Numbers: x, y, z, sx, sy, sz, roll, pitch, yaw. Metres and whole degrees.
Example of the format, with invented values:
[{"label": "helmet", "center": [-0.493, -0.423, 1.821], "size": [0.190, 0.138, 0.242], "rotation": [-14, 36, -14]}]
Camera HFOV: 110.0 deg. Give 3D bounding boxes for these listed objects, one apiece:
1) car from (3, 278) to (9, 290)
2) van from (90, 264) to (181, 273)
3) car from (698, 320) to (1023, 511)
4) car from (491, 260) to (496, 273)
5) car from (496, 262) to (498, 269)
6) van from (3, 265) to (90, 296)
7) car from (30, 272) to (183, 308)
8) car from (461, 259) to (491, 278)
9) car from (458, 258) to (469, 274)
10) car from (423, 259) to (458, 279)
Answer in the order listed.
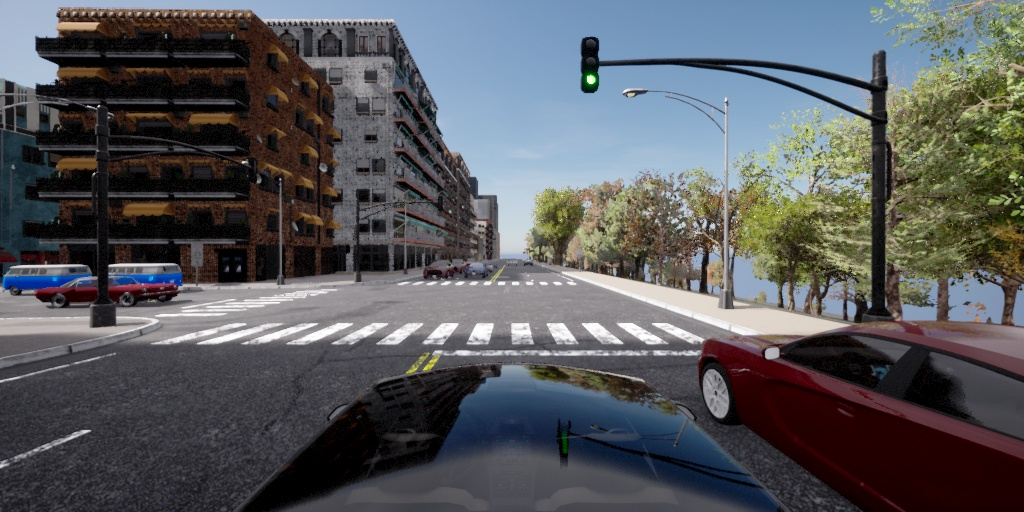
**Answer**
[{"label": "car", "center": [-22.618, 1.629, 13.642], "size": [4.207, 1.307, 1.802], "rotation": [0, 0, -1]}, {"label": "van", "center": [-22.694, 1.360, 21.988], "size": [3.998, 1.789, 1.690], "rotation": [0, 0, -1]}, {"label": "car", "center": [3.351, 1.228, 2.680], "size": [1.882, 1.535, 5.008], "rotation": [0, 0, 0]}, {"label": "car", "center": [-3.300, 1.377, 43.234], "size": [1.895, 1.301, 4.718], "rotation": [0, 0, 0]}, {"label": "car", "center": [-3.264, 1.354, 56.846], "size": [1.994, 1.385, 4.181], "rotation": [0, 0, 0]}, {"label": "van", "center": [-28.296, 1.434, 21.919], "size": [3.998, 1.789, 1.690], "rotation": [0, 0, -1]}, {"label": "car", "center": [-18.081, 1.580, 16.250], "size": [4.718, 1.301, 1.895], "rotation": [-1, 0, -1]}, {"label": "car", "center": [-3.317, 1.294, 34.126], "size": [1.812, 1.442, 4.674], "rotation": [0, 0, 2]}, {"label": "car", "center": [-6.551, 1.127, 41.355], "size": [2.097, 1.767, 4.553], "rotation": [0, 0, 0]}, {"label": "car", "center": [-6.560, 1.119, 32.536], "size": [2.097, 1.767, 4.553], "rotation": [0, 0, 0]}]
